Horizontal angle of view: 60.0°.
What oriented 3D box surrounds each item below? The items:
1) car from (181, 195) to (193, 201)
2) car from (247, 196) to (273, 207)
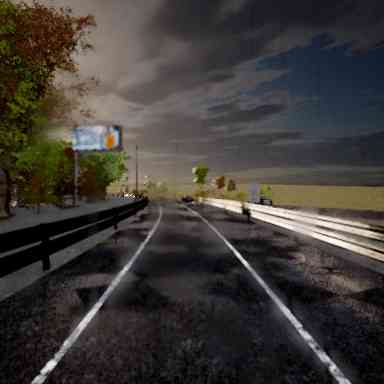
[{"bbox_3d":[-1.273,1.500,78.106,1.994,1.385,4.181,0,0,-19],"label":"car"},{"bbox_3d":[9.501,1.361,46.852,2.128,1.511,4.902,0,0,-19],"label":"car"}]
